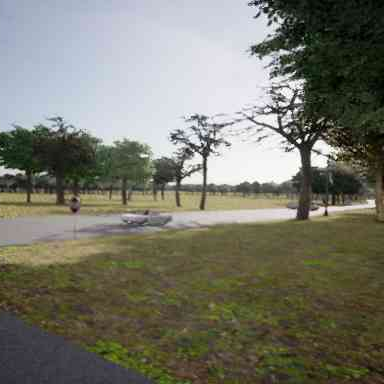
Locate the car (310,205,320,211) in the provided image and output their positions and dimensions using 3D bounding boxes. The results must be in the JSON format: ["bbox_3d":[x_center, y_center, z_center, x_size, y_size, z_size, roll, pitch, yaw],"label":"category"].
[{"bbox_3d":[28.445,3.633,77.650,1.994,1.385,4.181,2,0,31],"label":"car"}]

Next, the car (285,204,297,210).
[{"bbox_3d":[23.338,3.420,77.442,1.994,1.385,4.181,2,0,36],"label":"car"}]

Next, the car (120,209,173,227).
[{"bbox_3d":[-3.666,2.125,28.006,1.895,1.301,4.718,2,0,36],"label":"car"}]
